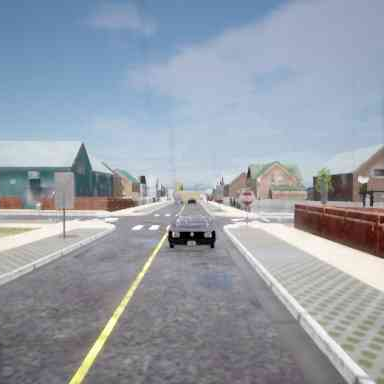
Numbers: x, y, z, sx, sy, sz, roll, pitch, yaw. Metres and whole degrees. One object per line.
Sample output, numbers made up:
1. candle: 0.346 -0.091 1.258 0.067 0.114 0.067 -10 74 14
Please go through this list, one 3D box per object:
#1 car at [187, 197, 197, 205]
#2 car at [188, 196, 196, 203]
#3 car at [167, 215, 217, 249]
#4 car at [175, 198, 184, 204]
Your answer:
1. car: 0.001 1.864 65.304 1.837 1.490 4.892 0 -1 0
2. car: 0.000 1.839 81.140 1.882 1.535 5.008 0 -1 0
3. car: 0.000 1.640 14.683 1.895 1.301 4.718 0 0 0
4. car: -2.750 1.938 71.780 1.812 1.442 4.674 0 -1 0
